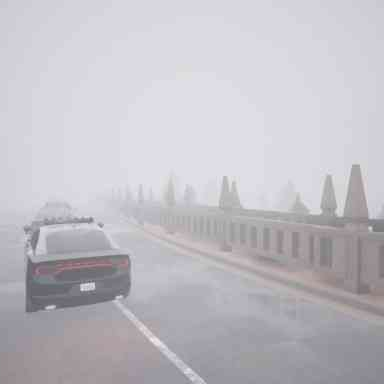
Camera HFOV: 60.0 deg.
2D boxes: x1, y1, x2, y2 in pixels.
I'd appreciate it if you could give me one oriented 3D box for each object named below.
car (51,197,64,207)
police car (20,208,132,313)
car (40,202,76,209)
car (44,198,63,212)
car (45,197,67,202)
[{"bbox_3d":[-21.461,1.506,53.250,1.837,1.490,4.892,0,0,-20],"label":"car"},{"bbox_3d":[-2.978,1.425,8.012,1.930,1.638,5.238,0,0,-27],"label":"police car"},{"bbox_3d":[-6.510,1.478,15.794,1.882,1.535,5.008,0,0,-22],"label":"car"},{"bbox_3d":[-16.826,1.505,40.653,1.837,1.490,4.892,0,0,-19],"label":"car"},{"bbox_3d":[-8.456,1.351,21.048,2.097,1.767,4.553,0,0,-20],"label":"car"}]
